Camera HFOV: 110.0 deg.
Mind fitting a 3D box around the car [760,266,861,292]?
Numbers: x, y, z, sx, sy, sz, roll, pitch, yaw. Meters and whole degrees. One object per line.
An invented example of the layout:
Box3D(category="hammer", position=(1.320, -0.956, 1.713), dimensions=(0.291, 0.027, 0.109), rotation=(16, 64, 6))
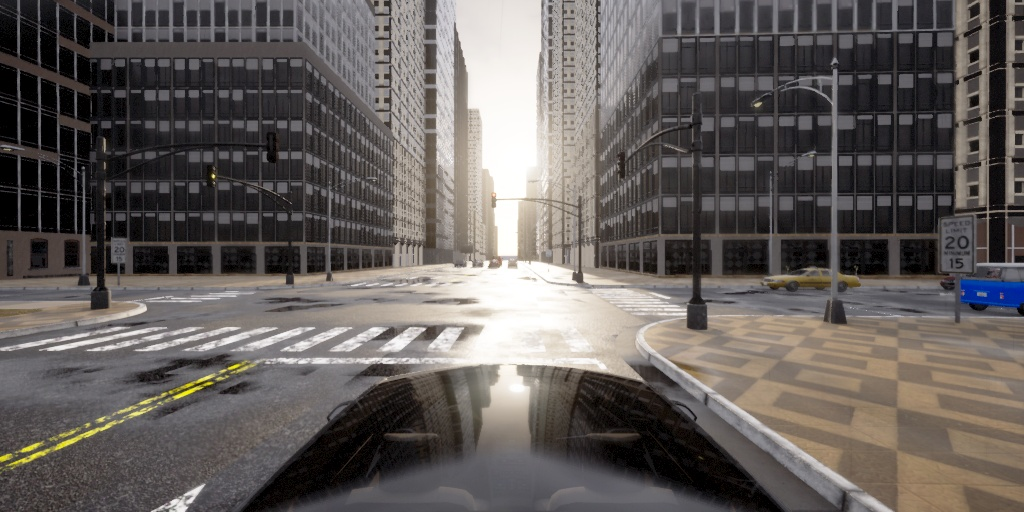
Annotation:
Box3D(category="car", position=(17.124, 1.293, 20.719), dimensions=(4.829, 1.417, 1.751), rotation=(0, 0, 2))

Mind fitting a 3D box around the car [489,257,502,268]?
Box3D(category="car", position=(-3.126, 1.386, 63.344), dimensions=(1.812, 1.442, 4.674), rotation=(0, 0, 0))

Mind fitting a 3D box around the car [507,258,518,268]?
Box3D(category="car", position=(0.124, 1.408, 63.338), dimensions=(2.033, 1.411, 5.357), rotation=(0, 0, 0))

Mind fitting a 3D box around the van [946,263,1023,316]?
Box3D(category="van", position=(18.378, 1.119, 12.544), dimensions=(3.998, 1.789, 1.690), rotation=(0, 0, 2))

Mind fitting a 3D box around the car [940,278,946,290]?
Box3D(category="car", position=(26.958, 1.356, 20.214), dimensions=(4.207, 1.307, 1.802), rotation=(0, 0, 2))
